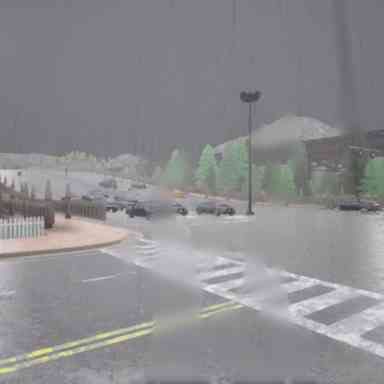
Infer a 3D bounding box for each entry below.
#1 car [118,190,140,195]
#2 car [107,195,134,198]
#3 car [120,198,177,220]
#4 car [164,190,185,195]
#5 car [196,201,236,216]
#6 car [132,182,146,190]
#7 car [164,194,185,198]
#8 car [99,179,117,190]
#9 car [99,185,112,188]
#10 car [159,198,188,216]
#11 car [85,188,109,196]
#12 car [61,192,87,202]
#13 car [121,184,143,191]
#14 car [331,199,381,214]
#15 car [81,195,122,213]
[{"bbox_3d":[-9.325,0.994,47.112,1.882,1.535,5.008,0,4,-37],"label":"car"},{"bbox_3d":[-8.210,1.401,39.818,1.994,1.385,4.181,0,2,-37],"label":"car"},{"bbox_3d":[-3.832,1.534,28.257,2.033,1.411,5.357,0,0,-37],"label":"car"},{"bbox_3d":[-3.331,0.261,62.744,1.882,1.535,5.008,0,6,-37],"label":"car"},{"bbox_3d":[2.215,1.544,31.874,1.994,1.385,4.181,0,0,-37],"label":"car"},{"bbox_3d":[-11.876,-1.410,73.945,1.837,1.490,4.892,0,7,-37],"label":"car"},{"bbox_3d":[-3.206,1.410,39.010,1.882,1.535,5.008,0,1,-37],"label":"car"},{"bbox_3d":[-17.642,-1.724,70.005,2.150,2.045,5.566,0,7,-37],"label":"car"},{"bbox_3d":[-15.456,0.157,55.344,1.837,1.490,4.892,0,6,-37],"label":"car"},{"bbox_3d":[-2.203,1.544,31.902,1.994,1.385,4.181,0,0,-37],"label":"car"},{"bbox_3d":[-14.242,0.625,47.823,2.097,1.767,4.553,0,4,-37],"label":"car"},{"bbox_3d":[-16.102,0.896,44.468,1.837,1.490,4.892,0,4,-37],"label":"car"},{"bbox_3d":[-11.518,-0.081,61.983,1.895,1.301,4.718,0,7,-37],"label":"car"},{"bbox_3d":[17.362,1.469,35.410,2.128,1.511,4.902,0,0,-37],"label":"car"},{"bbox_3d":[-9.909,1.442,36.262,2.033,1.411,5.357,0,2,-37],"label":"car"}]
